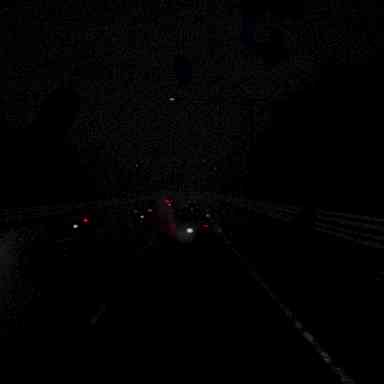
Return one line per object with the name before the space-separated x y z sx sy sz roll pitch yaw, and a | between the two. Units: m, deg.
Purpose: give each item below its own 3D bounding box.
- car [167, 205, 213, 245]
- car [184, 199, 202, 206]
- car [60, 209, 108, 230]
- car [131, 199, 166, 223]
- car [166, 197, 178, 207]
car | -0.092 1.559 15.745 1.994 1.385 4.181 -2 0 0
car | 0.056 1.502 36.399 1.812 1.442 4.674 -2 0 1
car | -7.097 1.778 22.500 1.895 1.301 4.718 -2 0 0
car | -3.565 1.573 26.300 2.128 1.511 4.902 -2 0 0
car | -3.188 1.545 50.355 1.837 1.490 4.892 -2 0 1
